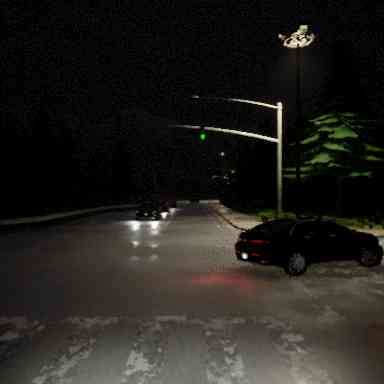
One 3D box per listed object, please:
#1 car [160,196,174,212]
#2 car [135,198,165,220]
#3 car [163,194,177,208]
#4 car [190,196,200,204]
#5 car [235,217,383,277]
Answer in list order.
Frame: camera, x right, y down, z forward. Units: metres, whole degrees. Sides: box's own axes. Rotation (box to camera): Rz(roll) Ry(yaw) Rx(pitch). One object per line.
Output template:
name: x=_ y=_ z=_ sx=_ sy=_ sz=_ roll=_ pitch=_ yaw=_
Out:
car: x=-3.625 y=1.571 z=38.995 sx=2.033 sy=1.411 sz=5.357 roll=0 pitch=0 yaw=0
car: x=-3.629 y=1.522 z=28.548 sx=1.837 sy=1.490 sz=4.892 roll=0 pitch=0 yaw=0
car: x=-3.490 y=1.252 z=49.626 sx=2.150 sy=2.045 sz=5.566 roll=0 pitch=0 yaw=1
car: x=0.566 y=1.589 z=67.011 sx=2.033 sy=1.411 sz=5.357 roll=0 pitch=0 yaw=2
car: x=3.685 y=1.531 z=10.282 sx=4.892 sy=1.490 sz=1.837 roll=0 pitch=-4 yaw=-24
